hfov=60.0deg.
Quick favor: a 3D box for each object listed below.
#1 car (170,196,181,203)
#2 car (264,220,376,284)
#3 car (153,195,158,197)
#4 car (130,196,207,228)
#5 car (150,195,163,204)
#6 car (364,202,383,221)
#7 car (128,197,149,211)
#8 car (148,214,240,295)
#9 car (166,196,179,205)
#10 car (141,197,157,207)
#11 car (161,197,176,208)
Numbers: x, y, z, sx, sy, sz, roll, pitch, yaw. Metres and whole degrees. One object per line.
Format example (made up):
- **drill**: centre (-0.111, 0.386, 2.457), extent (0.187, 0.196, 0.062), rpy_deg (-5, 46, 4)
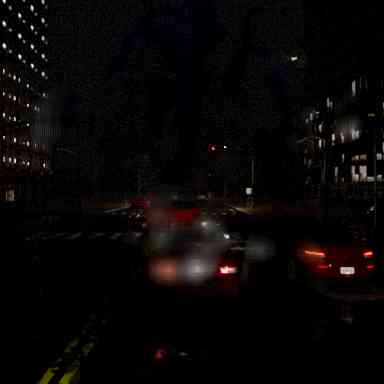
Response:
- **car**: centre (-3.433, 1.471, 69.161), extent (1.994, 1.385, 4.181), rpy_deg (0, 0, -1)
- **car**: centre (3.336, 1.522, 9.449), extent (1.812, 1.442, 4.674), rpy_deg (0, 0, 0)
- **car**: centre (-3.403, 1.319, 40.615), extent (2.097, 1.767, 4.553), rpy_deg (0, 0, 0)
- **car**: centre (-1.365, 1.357, 20.973), extent (2.097, 1.767, 4.553), rpy_deg (0, 0, 39)
- **car**: centre (-6.674, 1.427, 62.522), extent (1.837, 1.490, 4.892), rpy_deg (0, 0, 0)
- **car**: centre (16.978, 1.273, 26.703), extent (5.566, 2.045, 2.150), rpy_deg (-1, 1, 3)
- **car**: centre (-6.658, 1.442, 42.237), extent (1.882, 1.535, 5.008), rpy_deg (0, 0, 0)
- **car**: centre (0.088, 1.544, 8.864), extent (2.033, 1.411, 5.357), rpy_deg (0, 0, 0)
- **car**: centre (-3.418, 1.421, 59.127), extent (2.128, 1.511, 4.902), rpy_deg (0, 0, 0)
- **car**: centre (-6.670, 1.470, 52.157), extent (1.812, 1.442, 4.674), rpy_deg (0, 0, 0)
- **car**: centre (-3.414, 1.455, 49.508), extent (1.837, 1.490, 4.892), rpy_deg (0, 0, 0)
